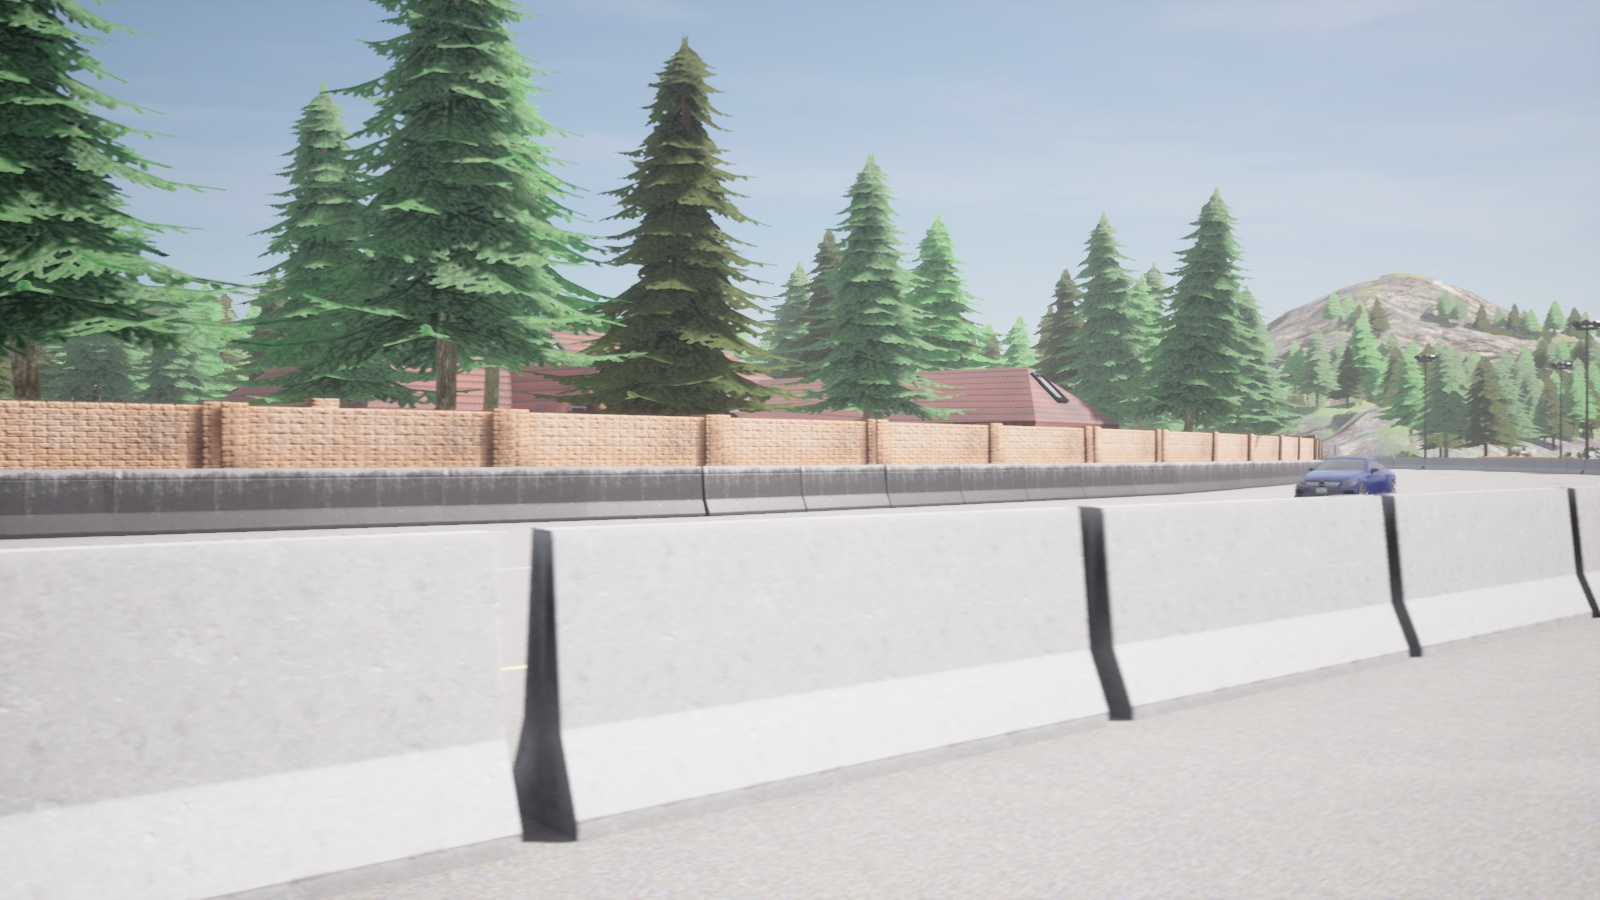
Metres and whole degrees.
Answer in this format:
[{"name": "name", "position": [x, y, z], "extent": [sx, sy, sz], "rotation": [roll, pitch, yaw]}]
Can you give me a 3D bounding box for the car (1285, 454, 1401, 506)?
[{"name": "car", "position": [16.158, 0.834, 37.213], "extent": [1.812, 1.442, 4.674], "rotation": [0, 0, 41]}]
